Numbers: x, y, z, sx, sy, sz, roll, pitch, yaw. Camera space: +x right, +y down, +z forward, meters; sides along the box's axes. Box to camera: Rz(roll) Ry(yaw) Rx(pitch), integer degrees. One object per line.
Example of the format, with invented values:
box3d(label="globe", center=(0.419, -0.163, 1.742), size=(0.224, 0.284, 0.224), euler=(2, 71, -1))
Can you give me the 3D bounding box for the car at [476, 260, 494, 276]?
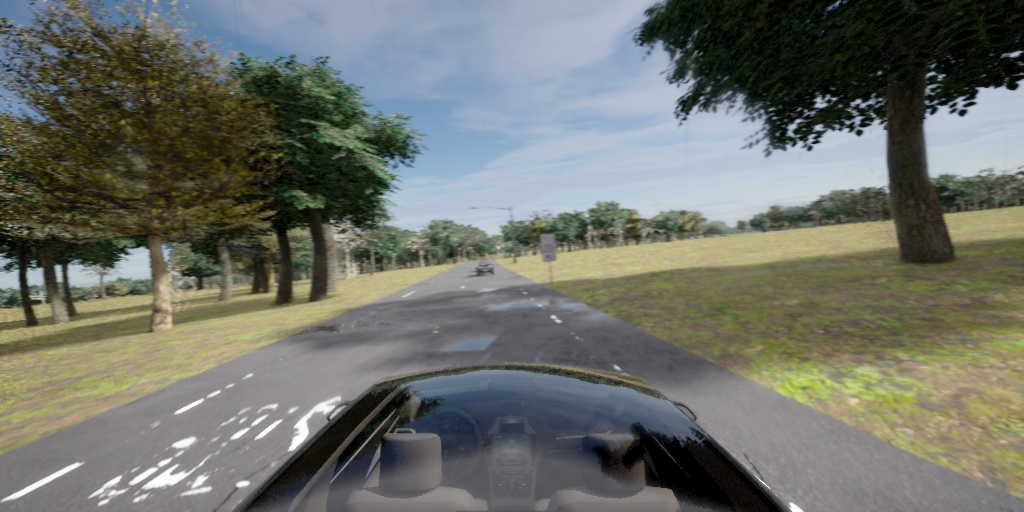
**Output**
box3d(label="car", center=(-2.967, 1.320, 39.427), size=(2.128, 1.511, 4.902), euler=(-5, 0, -5))
